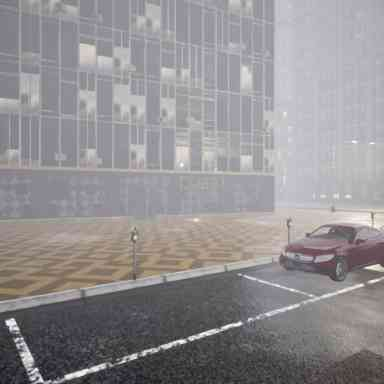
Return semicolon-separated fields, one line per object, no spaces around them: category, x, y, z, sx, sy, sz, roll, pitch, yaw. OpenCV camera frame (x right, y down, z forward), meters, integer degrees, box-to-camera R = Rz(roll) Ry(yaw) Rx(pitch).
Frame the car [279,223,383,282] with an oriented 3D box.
car;4.361;1.579;9.684;4.206;1.307;1.802;0;0;-36
